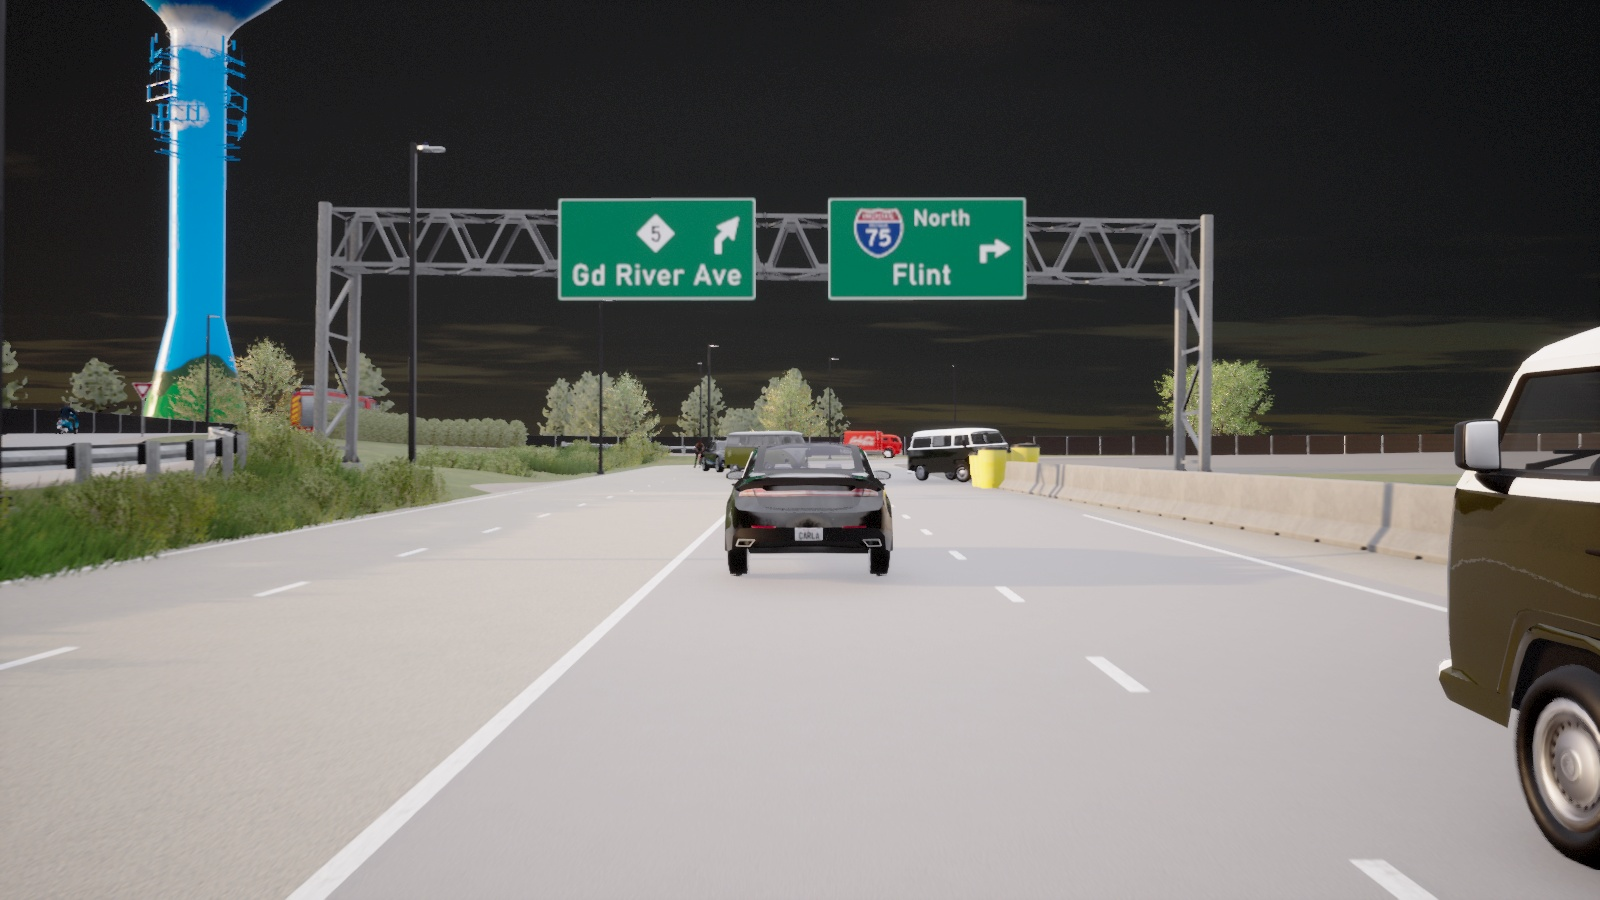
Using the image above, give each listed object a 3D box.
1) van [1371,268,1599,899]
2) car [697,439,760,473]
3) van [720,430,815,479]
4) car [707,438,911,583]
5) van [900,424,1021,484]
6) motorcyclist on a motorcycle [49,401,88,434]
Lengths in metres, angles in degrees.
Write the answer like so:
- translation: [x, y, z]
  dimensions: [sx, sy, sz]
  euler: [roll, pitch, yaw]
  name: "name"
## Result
- translation: [3.535, 0.455, 3.272]
  dimensions: [2.069, 2.038, 4.480]
  euler: [0, 0, 0]
  name: "van"
- translation: [-3.681, 0.283, 63.655]
  dimensions: [2.033, 1.649, 4.856]
  euler: [0, 0, -18]
  name: "car"
- translation: [-1.441, 0.175, 53.806]
  dimensions: [1.775, 1.987, 4.442]
  euler: [0, 1, -38]
  name: "van"
- translation: [0.105, 0.615, 15.553]
  dimensions: [2.128, 1.511, 4.902]
  euler: [0, 0, 0]
  name: "car"
- translation: [6.050, 0.194, 47.763]
  dimensions: [2.069, 2.038, 4.480]
  euler: [-3, 0, -33]
  name: "van"
- translation: [-36.098, -1.609, 61.976]
  dimensions: [0.866, 1.590, 1.817]
  euler: [0, 1, -1]
  name: "motorcyclist on a motorcycle"
